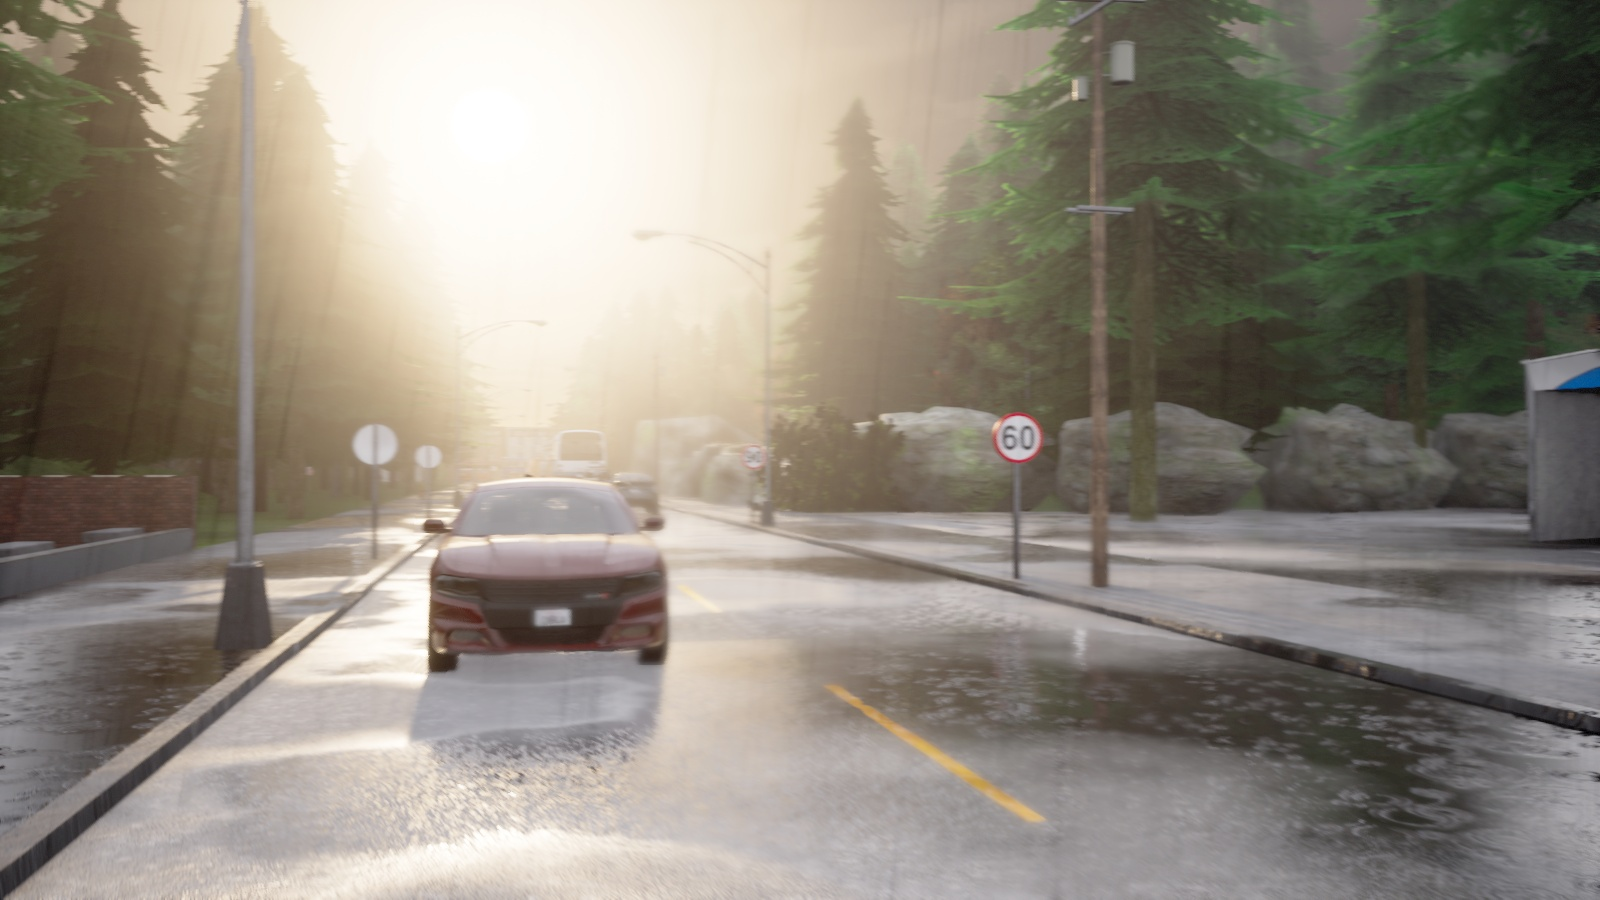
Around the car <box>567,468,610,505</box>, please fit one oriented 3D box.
[{"bbox_3d":[-11.129,1.861,65.780,1.932,1.855,4.605,0,-1,-13],"label":"car"}]

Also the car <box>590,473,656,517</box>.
[{"bbox_3d":[-6.656,1.624,46.800,2.007,1.525,4.514,0,-1,-13],"label":"car"}]

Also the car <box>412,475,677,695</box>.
[{"bbox_3d":[-2.414,1.012,11.566,1.882,1.535,5.008,0,-1,-13],"label":"car"}]

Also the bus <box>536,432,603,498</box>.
[{"bbox_3d":[-15.842,1.052,85.750,3.944,4.253,10.273,0,-1,-13],"label":"bus"}]
